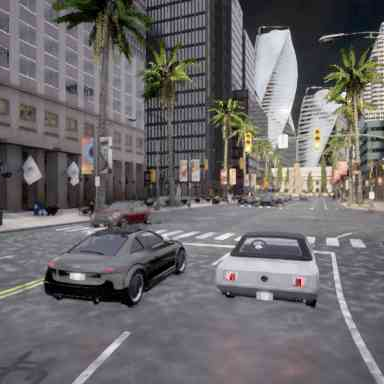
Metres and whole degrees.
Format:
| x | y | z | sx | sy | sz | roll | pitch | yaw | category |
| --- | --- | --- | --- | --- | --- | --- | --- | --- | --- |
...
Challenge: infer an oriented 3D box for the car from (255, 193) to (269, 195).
| x | y | z | sx | sy | sz | roll | pitch | yaw | category |
| --- | --- | --- | --- | --- | --- | --- | --- | --- | --- |
| 13.361 | 1.220 | 66.497 | 2.150 | 2.045 | 5.566 | 0 | 0 | 22 | car |

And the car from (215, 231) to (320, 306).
| x | y | z | sx | sy | sz | roll | pitch | yaw | category |
| --- | --- | --- | --- | --- | --- | --- | --- | --- | --- |
| 2.029 | 1.601 | 8.142 | 1.895 | 1.301 | 4.718 | 0 | 0 | 18 | car |

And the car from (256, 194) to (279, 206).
| x | y | z | sx | sy | sz | roll | pitch | yaw | category |
| --- | --- | --- | --- | --- | --- | --- | --- | --- | --- |
| 12.511 | 1.545 | 54.969 | 2.033 | 1.411 | 5.357 | 0 | 0 | 22 | car |

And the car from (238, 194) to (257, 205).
| x | y | z | sx | sy | sz | roll | pitch | yaw | category |
| --- | --- | --- | --- | --- | --- | --- | --- | --- | --- |
| 9.789 | 1.562 | 57.610 | 1.994 | 1.385 | 4.181 | 0 | 0 | 21 | car |

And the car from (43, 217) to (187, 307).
| x | y | z | sx | sy | sz | roll | pitch | yaw | category |
| --- | --- | --- | --- | --- | --- | --- | --- | --- | --- |
| -1.578 | 1.564 | 8.190 | 1.994 | 1.385 | 4.181 | 0 | 0 | 17 | car |

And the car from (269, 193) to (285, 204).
| x | y | z | sx | sy | sz | roll | pitch | yaw | category |
| --- | --- | --- | --- | --- | --- | --- | --- | --- | --- |
| 16.107 | 1.475 | 63.973 | 1.882 | 1.535 | 5.008 | 0 | 0 | 22 | car |

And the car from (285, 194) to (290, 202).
| x | y | z | sx | sy | sz | roll | pitch | yaw | category |
| --- | --- | --- | --- | --- | --- | --- | --- | --- | --- |
| 19.829 | 1.521 | 73.319 | 1.812 | 1.442 | 4.674 | 0 | 0 | 21 | car |

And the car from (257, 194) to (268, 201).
| x | y | z | sx | sy | sz | roll | pitch | yaw | category |
| --- | --- | --- | --- | --- | --- | --- | --- | --- | --- |
| 18.957 | 1.351 | 89.179 | 2.185 | 1.767 | 4.553 | 0 | 0 | 21 | car |

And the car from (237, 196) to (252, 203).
| x | y | z | sx | sy | sz | roll | pitch | yaw | category |
| --- | --- | --- | --- | --- | --- | --- | --- | --- | --- |
| 10.857 | 1.510 | 68.799 | 2.161 | 1.482 | 4.786 | 0 | 0 | 21 | car |

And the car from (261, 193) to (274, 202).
| x | y | z | sx | sy | sz | roll | pitch | yaw | category |
| --- | --- | --- | --- | --- | --- | --- | --- | --- | --- |
| 17.362 | 1.222 | 76.591 | 2.150 | 2.045 | 5.566 | 0 | 0 | 22 | car |

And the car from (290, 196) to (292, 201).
| x | y | z | sx | sy | sz | roll | pitch | yaw | category |
| --- | --- | --- | --- | --- | --- | --- | --- | --- | --- |
| 23.585 | 1.351 | 82.804 | 2.097 | 1.767 | 4.553 | 0 | 0 | 22 | car |

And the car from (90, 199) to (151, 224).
| x | y | z | sx | sy | sz | roll | pitch | yaw | category |
| --- | --- | --- | --- | --- | --- | --- | --- | --- | --- |
| -4.460 | 1.351 | 21.456 | 2.097 | 1.767 | 4.553 | 0 | 0 | 21 | car |
